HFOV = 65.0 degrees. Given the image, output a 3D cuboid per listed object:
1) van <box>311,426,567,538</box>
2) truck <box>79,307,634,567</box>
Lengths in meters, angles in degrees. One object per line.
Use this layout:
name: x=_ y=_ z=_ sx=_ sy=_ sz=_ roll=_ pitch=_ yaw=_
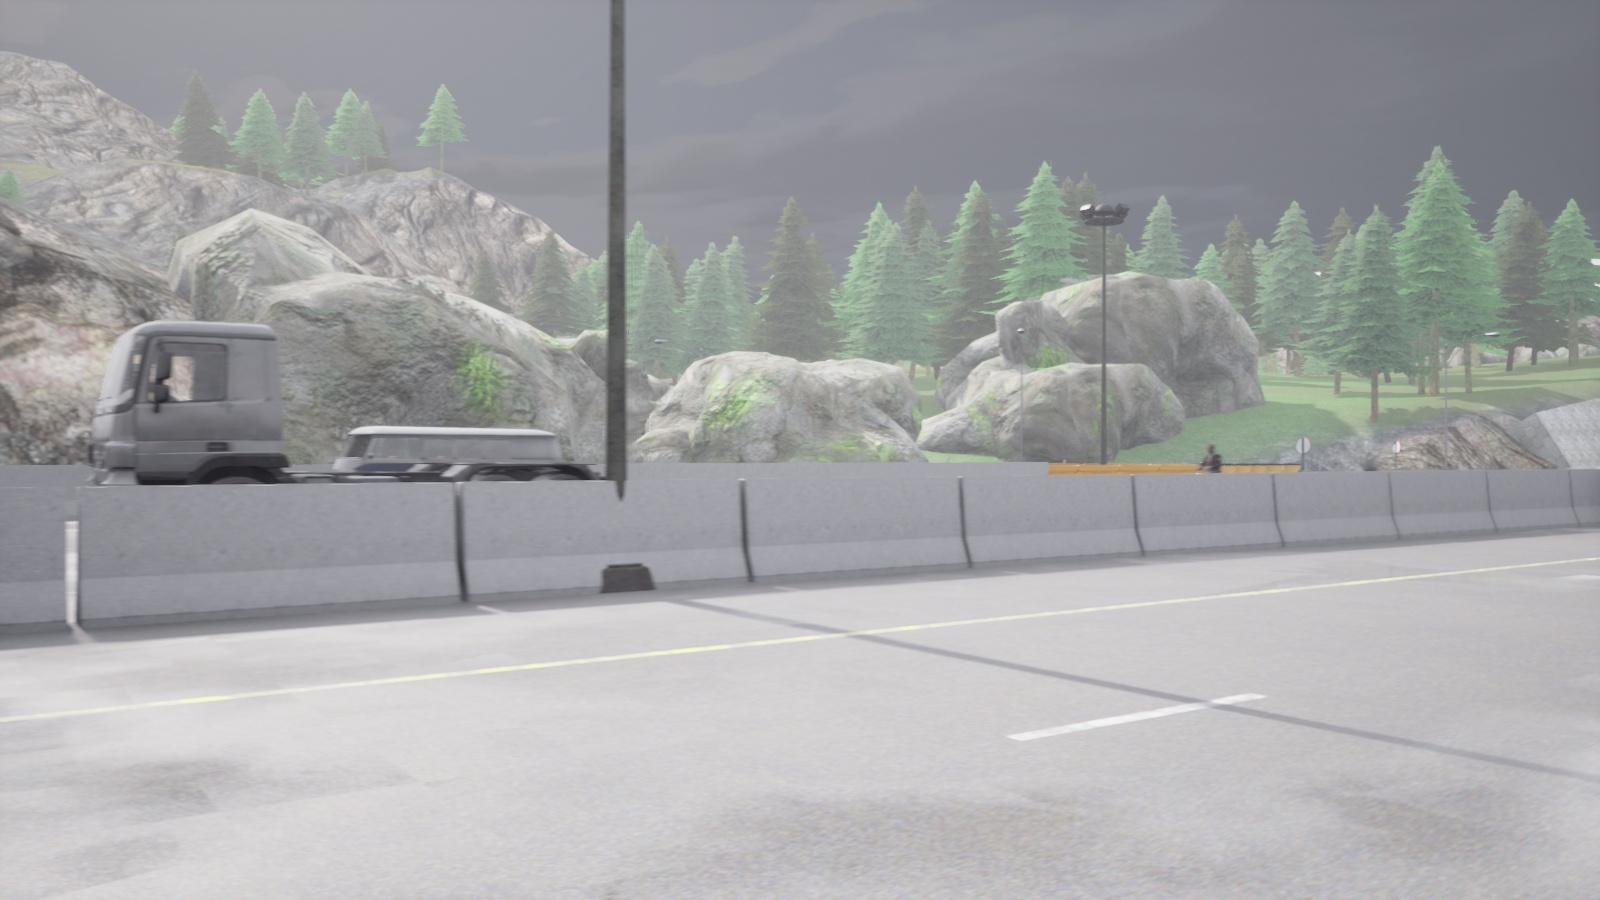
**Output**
van: x=-6.960 y=0.572 z=24.402 sx=4.442 sy=1.987 sz=1.775 roll=0 pitch=0 yaw=-35
truck: x=-6.892 y=-0.173 z=20.187 sx=7.936 sy=3.462 sz=2.891 roll=0 pitch=0 yaw=-35
